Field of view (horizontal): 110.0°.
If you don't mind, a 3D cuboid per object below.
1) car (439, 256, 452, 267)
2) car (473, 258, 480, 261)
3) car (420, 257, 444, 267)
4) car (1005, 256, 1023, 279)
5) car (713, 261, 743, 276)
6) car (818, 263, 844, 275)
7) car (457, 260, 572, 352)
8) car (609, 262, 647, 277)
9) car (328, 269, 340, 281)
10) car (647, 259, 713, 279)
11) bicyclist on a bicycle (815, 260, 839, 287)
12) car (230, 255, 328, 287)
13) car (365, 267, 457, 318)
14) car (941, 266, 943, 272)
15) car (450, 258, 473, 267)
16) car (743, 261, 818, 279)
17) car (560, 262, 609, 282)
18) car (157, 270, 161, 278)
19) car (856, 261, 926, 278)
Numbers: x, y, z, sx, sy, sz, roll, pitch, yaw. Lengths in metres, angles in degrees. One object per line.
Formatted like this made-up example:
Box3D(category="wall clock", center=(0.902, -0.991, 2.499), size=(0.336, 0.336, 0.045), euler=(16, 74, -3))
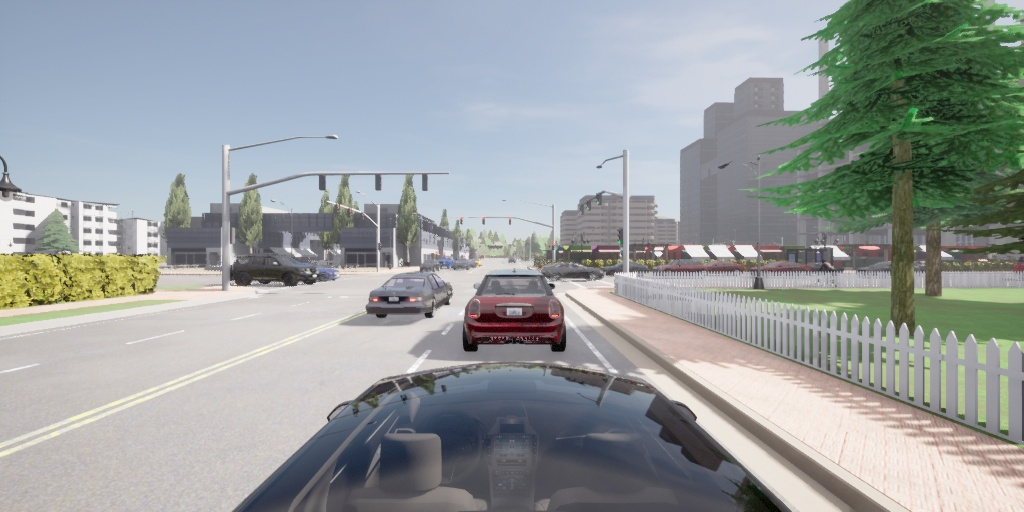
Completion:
Box3D(category="car", center=(-10.601, 0.971, 56.380), size=(2.150, 2.045, 5.566), euler=(0, 0, 0))
Box3D(category="car", center=(-7.092, 1.297, 60.338), size=(2.033, 1.411, 5.357), euler=(0, 0, 0))
Box3D(category="car", center=(-10.608, 1.255, 46.518), size=(1.837, 1.490, 4.892), euler=(0, 0, 0))
Box3D(category="car", center=(44.824, 0.971, 29.394), size=(5.566, 2.045, 2.150), euler=(0, 0, -1))
Box3D(category="car", center=(20.551, 1.227, 35.981), size=(5.008, 1.535, 1.882), euler=(0, 0, -1))
Box3D(category="car", center=(30.449, 1.351, 36.227), size=(4.718, 1.301, 1.895), euler=(0, 0, -1))
Box3D(category="car", center=(0.063, 1.102, 9.089), size=(2.097, 1.767, 4.553), euler=(0, 0, 0))
Box3D(category="car", center=(11.226, 1.276, 35.726), size=(4.674, 1.442, 1.812), euler=(0, 0, -1))
Box3D(category="car", center=(-16.005, 1.275, 28.108), size=(4.674, 1.442, 1.812), euler=(0, 0, -2))
Box3D(category="car", center=(15.075, 1.102, 32.339), size=(4.553, 1.767, 2.097), euler=(0, 0, -1))
Box3D(category="bicyclist on a bicycle", center=(18.789, 1.052, 21.448), size=(0.582, 1.620, 1.656), euler=(0, 0, -1))
Box3D(category="car", center=(-15.868, 0.971, 24.132), size=(5.566, 2.045, 2.150), euler=(0, 0, 6))
Box3D(category="car", center=(-3.420, 1.297, 12.924), size=(2.033, 1.411, 5.357), euler=(0, 0, 0))
Box3D(category="car", center=(40.674, 1.241, 36.454), size=(4.902, 1.511, 2.128), euler=(0, 0, -1))
Box3D(category="car", center=(-7.107, 1.314, 51.095), size=(1.994, 1.385, 4.181), euler=(0, 0, 0))
Box3D(category="car", center=(24.288, 1.228, 32.571), size=(5.008, 1.535, 1.882), euler=(0, 0, -1))
Box3D(category="car", center=(4.783, 1.241, 28.411), size=(4.902, 1.511, 2.128), euler=(0, 0, -1))
Box3D(category="car", center=(-30.128, 1.351, 27.618), size=(4.718, 1.301, 1.895), euler=(0, 0, -1))
Box3D(category="car", center=(34.349, 1.255, 32.816), size=(4.892, 1.490, 1.837), euler=(0, 0, -1))
